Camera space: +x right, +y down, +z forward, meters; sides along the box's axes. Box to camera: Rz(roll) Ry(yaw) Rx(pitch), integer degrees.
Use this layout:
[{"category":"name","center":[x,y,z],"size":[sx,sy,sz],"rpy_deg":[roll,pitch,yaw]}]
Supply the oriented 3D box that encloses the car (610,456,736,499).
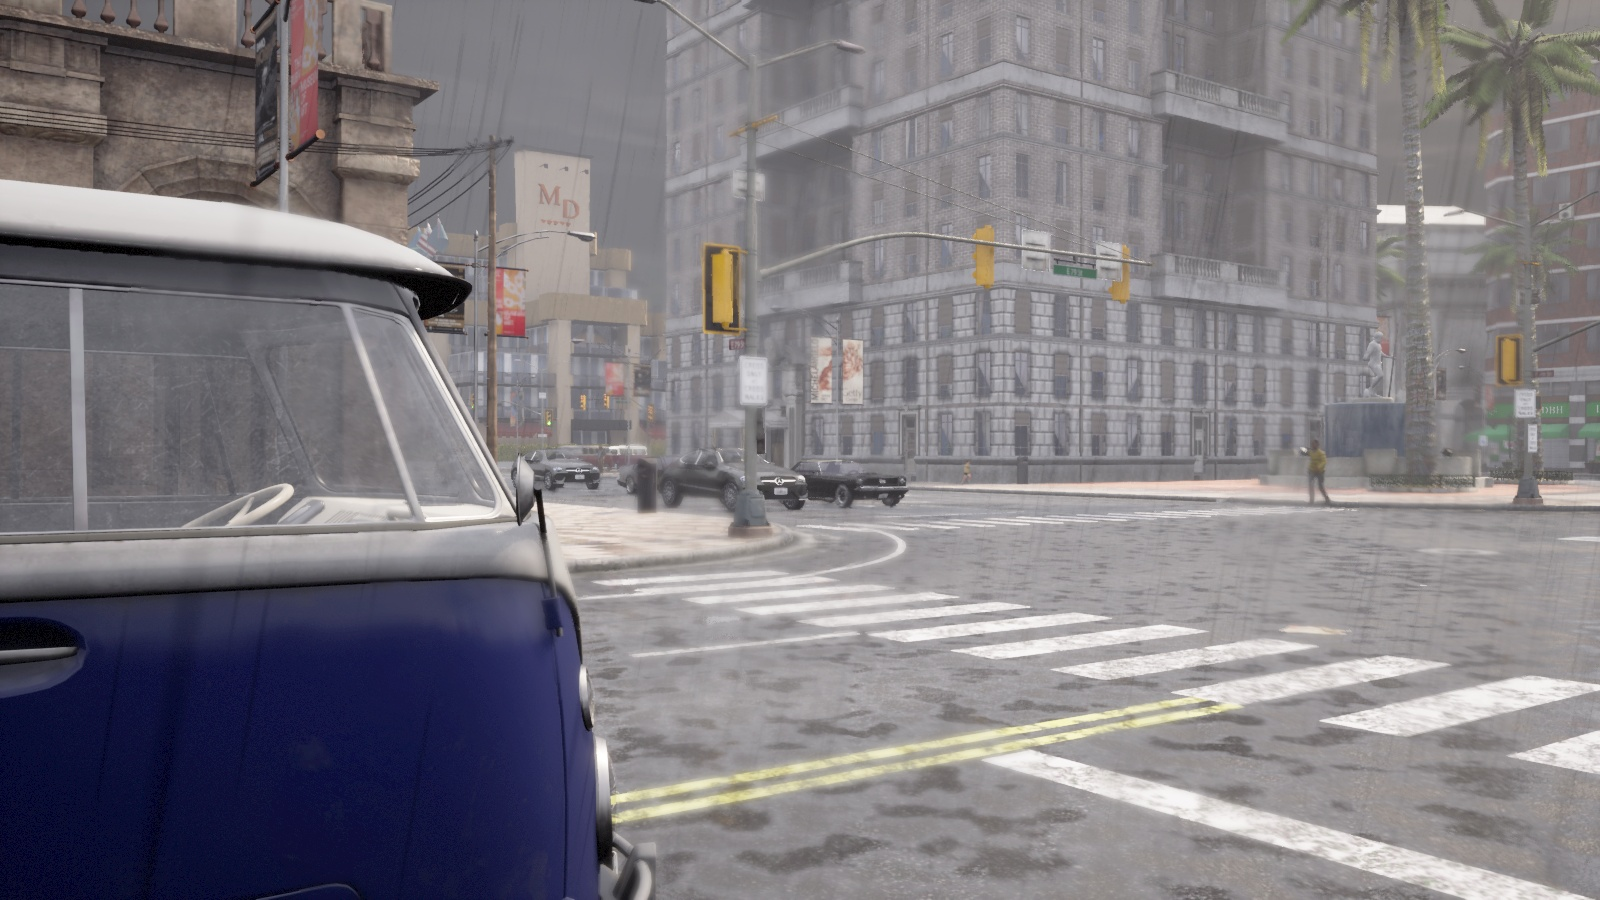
[{"category":"car","center":[-4.522,0.909,43.887],"size":[2.033,1.411,5.357],"rpy_deg":[0,0,-35]}]

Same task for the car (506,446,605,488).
[{"category":"car","center":[-10.185,0.672,51.933],"size":[2.152,1.651,5.027],"rpy_deg":[0,0,-35]}]

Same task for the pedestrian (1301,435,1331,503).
[{"category":"pedestrian","center":[14.059,0.511,34.212],"size":[0.709,1.840,0.431],"rpy_deg":[0,0,-36]}]

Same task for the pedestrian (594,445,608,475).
[{"category":"pedestrian","center":[-12.392,0.619,78.180],"size":[0.694,1.848,0.540],"rpy_deg":[0,0,-43]}]

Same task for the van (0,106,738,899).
[{"category":"van","center":[-2.452,0.508,1.947],"size":[4.442,1.987,1.775],"rpy_deg":[0,0,-35]}]

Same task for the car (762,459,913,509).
[{"category":"car","center":[0.999,0.931,36.006],"size":[1.895,1.301,4.718],"rpy_deg":[0,0,-35]}]

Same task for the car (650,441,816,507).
[{"category":"car","center":[-1.910,0.611,34.029],"size":[2.152,1.651,5.027],"rpy_deg":[0,0,-35]}]

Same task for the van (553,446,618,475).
[{"category":"van","center":[-14.993,0.745,88.013],"size":[1.775,1.987,4.442],"rpy_deg":[0,0,40]}]
